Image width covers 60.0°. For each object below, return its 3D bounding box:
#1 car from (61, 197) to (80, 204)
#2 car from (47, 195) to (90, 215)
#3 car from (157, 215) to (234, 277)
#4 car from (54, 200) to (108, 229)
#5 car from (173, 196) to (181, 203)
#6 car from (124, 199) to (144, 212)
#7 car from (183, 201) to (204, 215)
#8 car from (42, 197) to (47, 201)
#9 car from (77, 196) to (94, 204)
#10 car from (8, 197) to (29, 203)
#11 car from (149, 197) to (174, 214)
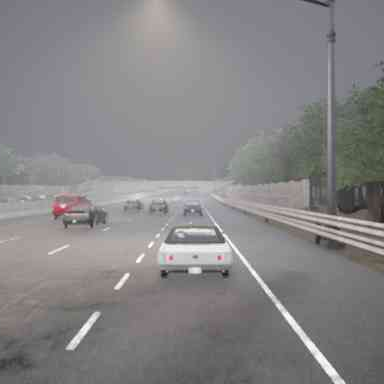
[{"bbox_3d":[-24.298,1.639,66.667,1.895,1.301,4.718,0,1,1],"label":"car"},{"bbox_3d":[-10.428,1.291,29.542,2.150,2.045,5.566,0,0,0],"label":"car"},{"bbox_3d":[0.078,1.622,10.295,1.895,1.301,4.718,0,0,0],"label":"car"},{"bbox_3d":[-6.926,1.543,22.028,2.128,1.511,4.902,0,0,0],"label":"car"},{"bbox_3d":[-3.276,1.523,68.692,1.812,1.442,4.674,0,1,1],"label":"car"},{"bbox_3d":[-6.883,1.573,39.787,2.128,1.511,4.902,0,0,0],"label":"car"},{"bbox_3d":[0.095,1.588,33.712,1.812,1.442,4.674,0,0,0],"label":"car"},{"bbox_3d":[-27.811,1.567,65.337,1.837,1.490,4.892,0,1,1],"label":"car"},{"bbox_3d":[-20.816,1.617,64.967,1.994,1.385,4.181,0,1,1],"label":"car"},{"bbox_3d":[-31.359,1.610,60.214,1.837,1.490,4.892,0,1,1],"label":"car"},{"bbox_3d":[-3.499,1.563,36.146,2.128,1.511,4.902,0,0,0],"label":"car"}]
